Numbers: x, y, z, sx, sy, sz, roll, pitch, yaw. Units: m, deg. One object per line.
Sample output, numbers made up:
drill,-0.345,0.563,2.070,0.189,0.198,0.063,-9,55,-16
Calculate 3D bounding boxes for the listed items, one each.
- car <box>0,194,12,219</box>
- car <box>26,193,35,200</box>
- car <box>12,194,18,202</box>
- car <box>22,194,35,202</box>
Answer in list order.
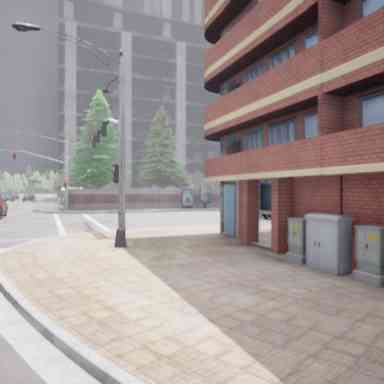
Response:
car,-16.740,1.170,27.650,2.150,2.045,5.566,0,0,-23
car,-38.528,1.088,79.466,1.812,1.442,4.674,0,0,-23
car,-37.793,1.291,68.639,2.033,1.411,5.357,0,0,-23
car,-34.684,1.277,70.278,1.812,1.442,4.674,0,0,-23
